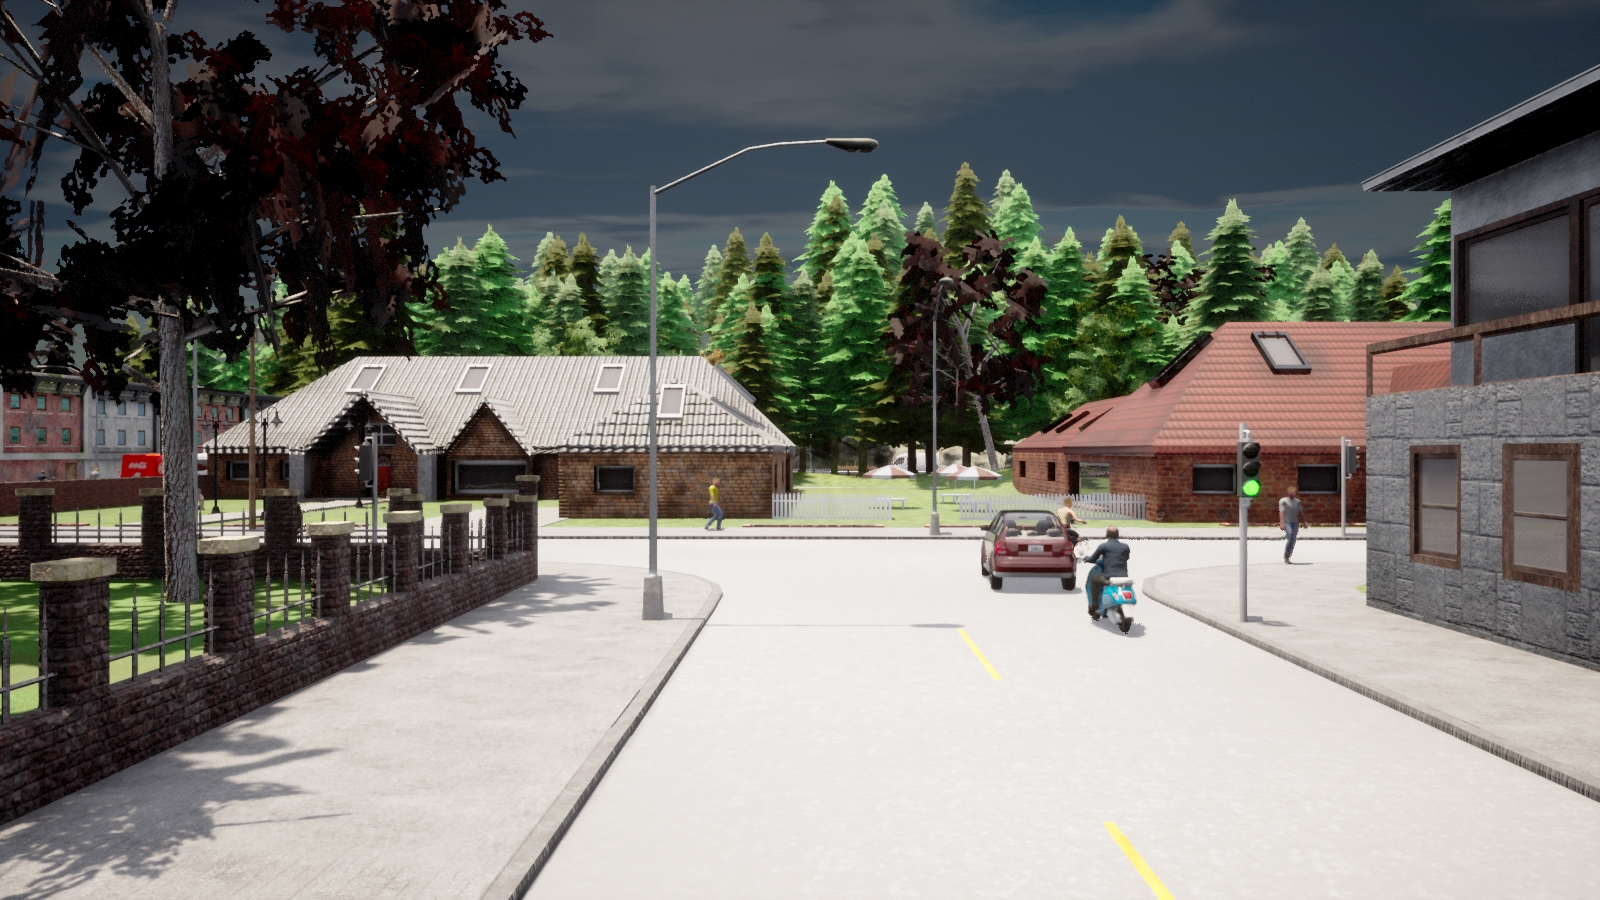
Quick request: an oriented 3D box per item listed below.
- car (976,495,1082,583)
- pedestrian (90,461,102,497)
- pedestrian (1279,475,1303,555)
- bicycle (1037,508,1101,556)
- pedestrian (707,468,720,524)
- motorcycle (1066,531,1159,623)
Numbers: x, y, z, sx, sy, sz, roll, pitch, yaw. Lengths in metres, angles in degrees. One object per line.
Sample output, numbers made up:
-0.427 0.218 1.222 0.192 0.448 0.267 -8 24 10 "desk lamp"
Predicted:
4.754 1.806 24.129 1.789 1.549 3.705 0 0 5 "car"
-37.101 1.524 60.192 0.375 1.860 0.375 0 0 5 "pedestrian"
11.509 1.518 26.790 0.375 1.860 0.375 0 0 -8 "pedestrian"
6.742 2.037 28.624 1.487 1.080 0.859 1 0 -41 "bicycle"
-2.881 1.524 38.004 0.375 1.860 0.375 0 0 2 "pedestrian"
4.897 1.962 18.015 0.856 1.236 1.805 0 0 -5 "motorcycle"
